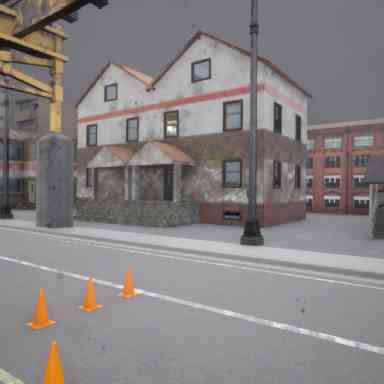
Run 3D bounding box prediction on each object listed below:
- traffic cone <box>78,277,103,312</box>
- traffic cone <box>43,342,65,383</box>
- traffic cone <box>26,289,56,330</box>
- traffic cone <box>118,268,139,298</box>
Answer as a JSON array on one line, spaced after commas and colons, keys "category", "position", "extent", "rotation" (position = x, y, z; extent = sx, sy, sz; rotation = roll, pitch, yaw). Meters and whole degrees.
[{"category": "traffic cone", "position": [-1.972, 1.949, 6.449], "extent": [0.340, 0.580, 0.340], "rotation": [0, 0, 36]}, {"category": "traffic cone", "position": [-1.520, 1.952, 3.657], "extent": [0.340, 0.580, 0.340], "rotation": [0, 0, 36]}, {"category": "traffic cone", "position": [-2.557, 1.949, 5.638], "extent": [0.340, 0.580, 0.340], "rotation": [0, 0, 36]}, {"category": "traffic cone", "position": [-1.386, 1.949, 7.260], "extent": [0.340, 0.580, 0.340], "rotation": [0, 0, 36]}]
